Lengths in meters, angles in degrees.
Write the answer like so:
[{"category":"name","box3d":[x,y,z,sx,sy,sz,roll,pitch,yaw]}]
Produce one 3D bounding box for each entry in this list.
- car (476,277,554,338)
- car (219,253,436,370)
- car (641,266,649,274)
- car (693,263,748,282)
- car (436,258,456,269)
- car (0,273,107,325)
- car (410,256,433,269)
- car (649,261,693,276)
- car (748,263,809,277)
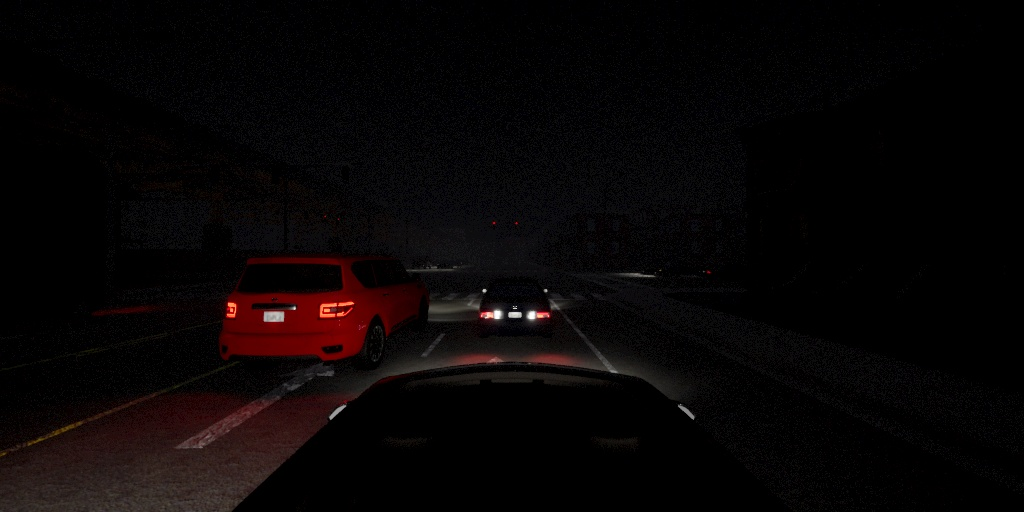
[{"category":"car","box3d":[0.084,1.297,10.125,2.033,1.411,5.357,0,0,0]},{"category":"car","box3d":[-3.425,0.971,7.872,2.150,2.045,5.566,0,0,0]},{"category":"car","box3d":[17.107,1.297,39.369,5.357,1.411,2.033,0,0,2]},{"category":"car","box3d":[17.830,1.297,28.661,5.357,1.411,2.033,0,0,0]},{"category":"car","box3d":[-10.584,1.228,56.713,1.882,1.535,5.008,0,0,0]},{"category":"car","box3d":[-14.098,1.255,9.564,1.837,1.490,4.892,0,0,0]},{"category":"car","box3d":[-14.083,0.971,56.007,2.150,2.045,5.566,0,0,0]},{"category":"car","box3d":[17.001,1.297,35.885,5.357,1.411,2.033,0,0,0]},{"category":"car","box3d":[26.557,1.351,35.876,4.718,1.301,1.895,0,0,0]}]
